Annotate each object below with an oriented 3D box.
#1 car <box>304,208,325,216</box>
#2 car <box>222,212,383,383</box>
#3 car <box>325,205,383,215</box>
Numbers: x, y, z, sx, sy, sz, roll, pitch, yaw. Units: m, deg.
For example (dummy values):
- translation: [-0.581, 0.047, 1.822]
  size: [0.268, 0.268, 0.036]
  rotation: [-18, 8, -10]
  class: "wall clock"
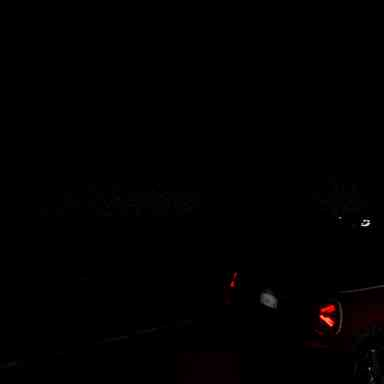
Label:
- translation: [6.240, 1.601, 19.038]
  size: [4.181, 1.385, 1.994]
  rotation: [0, 0, -24]
  class: "car"
- translation: [2.765, 1.369, 5.192]
  size: [4.553, 1.767, 2.097]
  rotation: [0, 0, -31]
  class: "car"
- translation: [9.341, 1.418, 16.607]
  size: [4.553, 1.767, 2.097]
  rotation: [0, 0, -22]
  class: "car"
